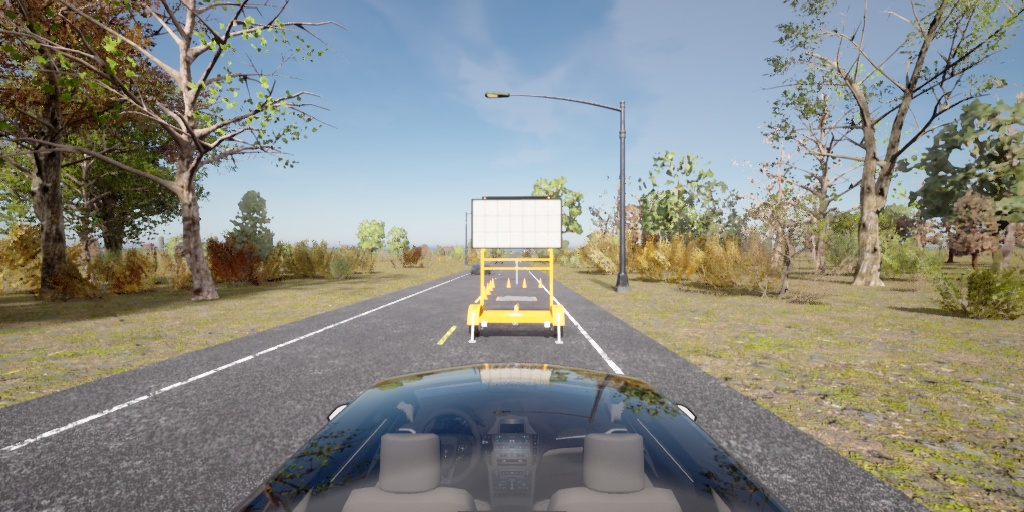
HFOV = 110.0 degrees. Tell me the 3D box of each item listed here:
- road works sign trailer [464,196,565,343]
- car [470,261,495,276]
[{"bbox_3d":[0.130,0.211,9.638,2.380,3.560,2.880,0,0,2],"label":"road works sign trailer"},{"bbox_3d":[-3.203,1.298,37.409,1.994,1.385,4.181,0,0,0],"label":"car"}]
